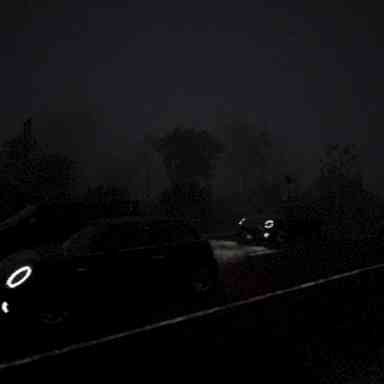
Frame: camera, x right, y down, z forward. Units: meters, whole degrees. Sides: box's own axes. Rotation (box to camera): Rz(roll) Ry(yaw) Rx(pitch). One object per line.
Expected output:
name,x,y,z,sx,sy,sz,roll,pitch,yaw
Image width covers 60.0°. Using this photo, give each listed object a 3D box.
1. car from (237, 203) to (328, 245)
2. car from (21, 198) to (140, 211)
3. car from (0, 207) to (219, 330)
car,4.258,1.325,15.499,4.553,1.767,2.097,0,0,-35
car,-3.942,1.216,9.712,5.566,2.045,2.150,0,0,-35
car,-1.682,1.346,7.033,4.553,1.767,2.097,0,0,-35
